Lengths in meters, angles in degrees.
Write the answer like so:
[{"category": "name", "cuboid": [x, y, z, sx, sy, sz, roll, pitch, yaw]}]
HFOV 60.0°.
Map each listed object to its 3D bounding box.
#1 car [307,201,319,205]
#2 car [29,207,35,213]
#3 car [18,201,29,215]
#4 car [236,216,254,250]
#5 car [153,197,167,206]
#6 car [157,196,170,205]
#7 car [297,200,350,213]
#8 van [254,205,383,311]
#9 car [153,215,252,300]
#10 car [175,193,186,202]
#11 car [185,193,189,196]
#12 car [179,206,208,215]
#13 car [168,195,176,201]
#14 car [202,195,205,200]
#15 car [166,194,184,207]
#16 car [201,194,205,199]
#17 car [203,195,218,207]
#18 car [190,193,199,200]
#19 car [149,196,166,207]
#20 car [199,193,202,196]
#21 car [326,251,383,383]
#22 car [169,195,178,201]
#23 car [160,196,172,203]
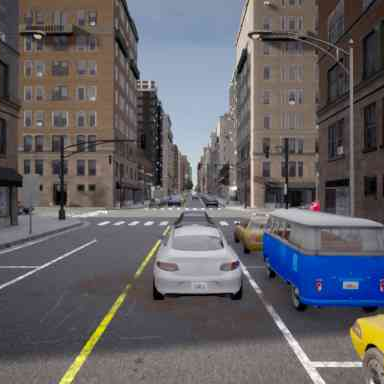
[{"category": "car", "cuboid": [15.592, 1.356, 35.566, 5.566, 2.045, 2.150, 0, -1, 0]}, {"category": "car", "cuboid": [-17.925, 1.369, 32.369, 4.892, 1.490, 1.837, 0, -1, 0]}, {"category": "car", "cuboid": [-17.247, 1.362, 29.121, 4.674, 1.442, 1.812, 0, -1, 2]}, {"category": "car", "cuboid": [2.689, 1.527, 13.313, 1.752, 1.417, 4.829, 1, 0, 0]}, {"category": "car", "cuboid": [-5.405, 1.570, 56.449, 1.947, 1.339, 4.313, 1, 0, 1]}, {"category": "car", "cuboid": [-5.328, 1.554, 61.977, 2.008, 1.369, 4.403, 1, 0, 1]}, {"category": "car", "cuboid": [15.241, 1.711, 38.814, 5.357, 1.411, 2.033, 0, -1, 0]}, {"category": "van", "cuboid": [2.685, 1.342, 7.469, 1.690, 1.788, 3.998, 1, 0, 0]}, {"category": "car", "cuboid": [0.085, 1.527, 8.302, 1.812, 1.442, 4.674, 0, 0, -1]}, {"category": "car", "cuboid": [-2.543, 1.481, 61.907, 1.882, 1.535, 5.008, 0, 0, 1]}, {"category": "car", "cuboid": [-2.338, 1.357, 72.034, 2.097, 1.767, 4.553, 0, 0, 1]}, {"category": "car", "cuboid": [0.108, 1.566, 15.653, 1.994, 1.385, 4.181, 0, 0, 0]}, {"category": "car", "cuboid": [-5.024, 1.525, 83.923, 1.752, 1.417, 4.829, 1, 0, 1]}, {"category": "car", "cuboid": [3.120, 1.548, 56.336, 1.887, 1.381, 4.507, 1, 0, 1]}, {"category": "car", "cuboid": [-2.702, 1.482, 52.247, 1.882, 1.535, 5.008, 0, 0, 1]}, {"category": "car", "cuboid": [3.197, 1.553, 61.866, 2.008, 1.369, 4.403, 1, 0, 1]}, {"category": "car", "cuboid": [3.044, 1.569, 50.806, 1.947, 1.339, 4.313, 1, 0, 1]}, {"category": "car", "cuboid": [0.936, 1.521, 91.853, 1.812, 1.442, 4.674, 0, 0, 1]}, {"category": "car", "cuboid": [-5.482, 1.587, 50.920, 1.802, 1.307, 4.206, 1, 0, 1]}, {"category": "car", "cuboid": [3.579, 1.547, 89.517, 2.008, 1.369, 4.403, 1, 0, 1]}, {"category": "car", "cuboid": [2.678, 1.526, 1.966, 1.752, 1.417, 4.829, 1, 0, 0]}, {"category": "car", "cuboid": [-4.946, 1.564, 89.621, 1.947, 1.339, 4.313, 1, 0, 1]}, {"category": "car", "cuboid": [-5.251, 1.548, 67.506, 1.887, 1.381, 4.507, 1, 0, 1]}]
